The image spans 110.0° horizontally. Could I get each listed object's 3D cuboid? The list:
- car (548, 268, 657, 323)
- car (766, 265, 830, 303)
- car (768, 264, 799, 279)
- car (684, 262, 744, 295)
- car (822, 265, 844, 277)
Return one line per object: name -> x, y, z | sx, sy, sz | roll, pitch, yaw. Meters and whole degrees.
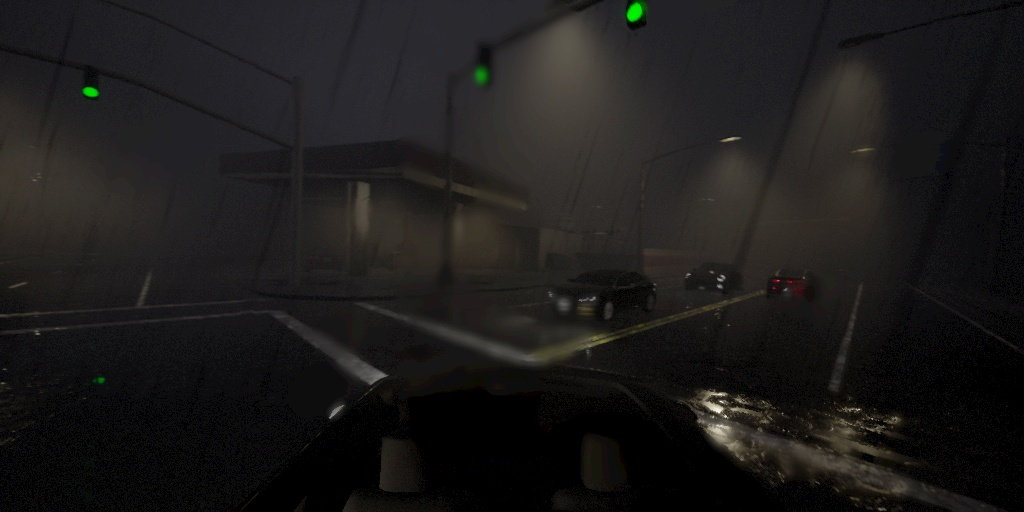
car -> 3.180, 1.168, 12.004 | 1.837, 1.490, 4.892 | 3, 2, 44
car -> 14.419, 1.425, 18.273 | 2.128, 1.511, 4.902 | 3, 1, 45
car -> 28.226, 1.593, 37.208 | 4.181, 1.385, 1.994 | 1, 1, -45
car -> 11.651, 1.138, 20.581 | 2.097, 1.767, 4.553 | 3, 1, 45
car -> 40.127, 1.820, 45.077 | 1.994, 1.385, 4.181 | 3, 1, 35
